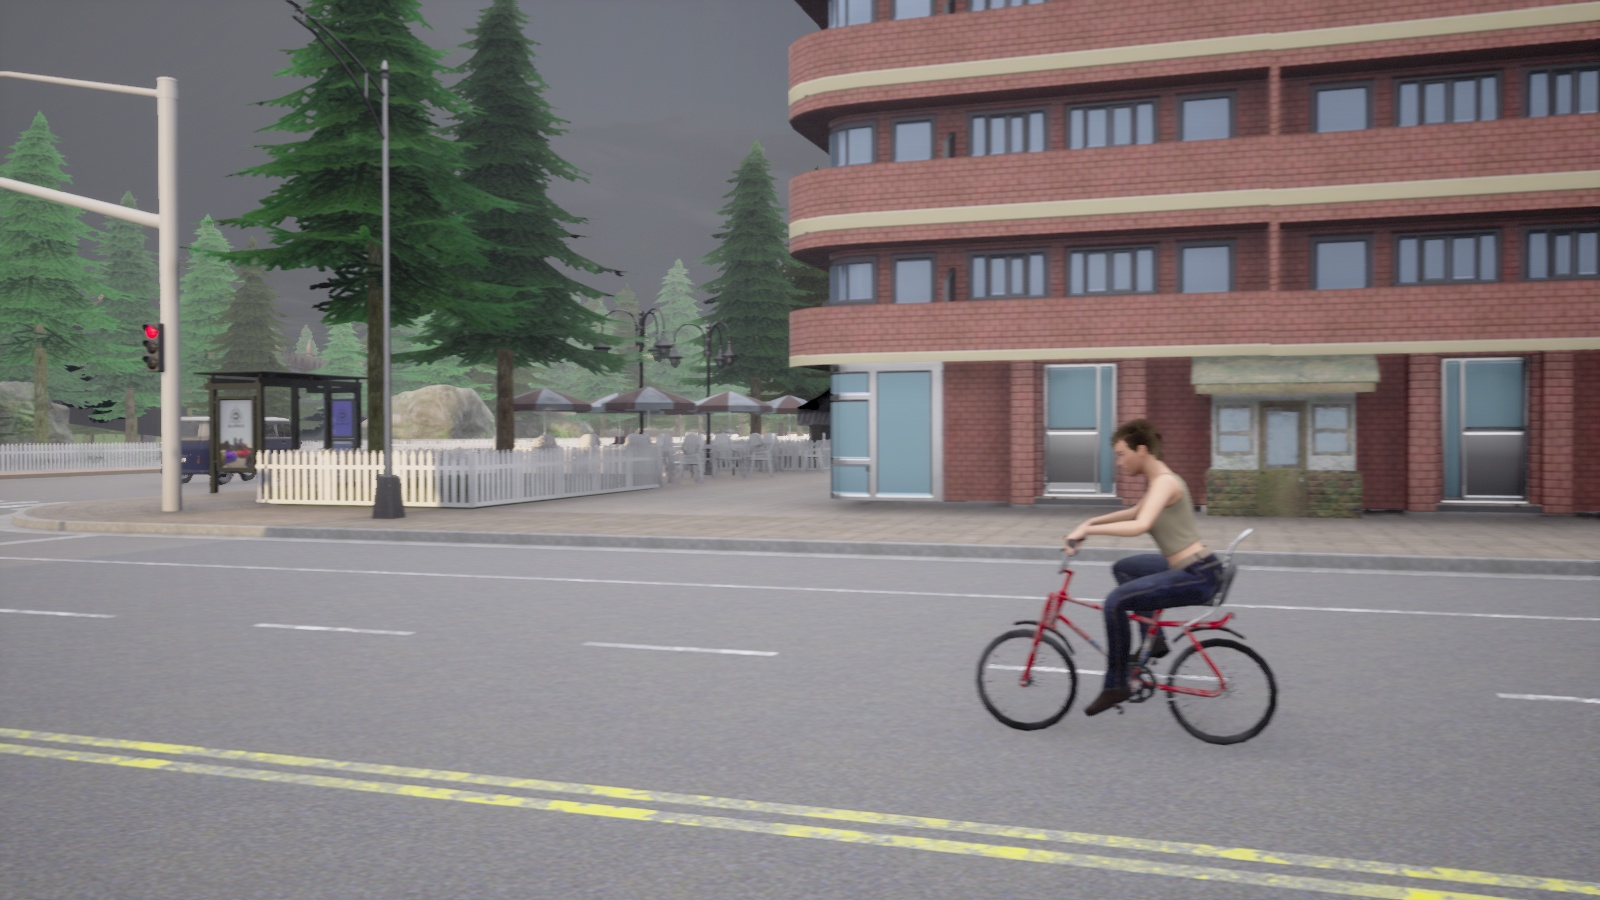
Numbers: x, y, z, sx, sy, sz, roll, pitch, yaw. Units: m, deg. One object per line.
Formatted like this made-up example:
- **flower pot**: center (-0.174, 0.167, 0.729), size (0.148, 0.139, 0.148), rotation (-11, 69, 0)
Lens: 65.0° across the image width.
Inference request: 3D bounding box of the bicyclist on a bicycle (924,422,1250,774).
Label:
- **bicyclist on a bicycle**: center (1.471, 0.666, 6.395), size (1.509, 1.612, 0.866), rotation (1, 1, 18)

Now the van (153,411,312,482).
- **van**: center (-16.826, -0.140, 37.469), size (1.775, 1.987, 4.442), rotation (1, 1, 19)
